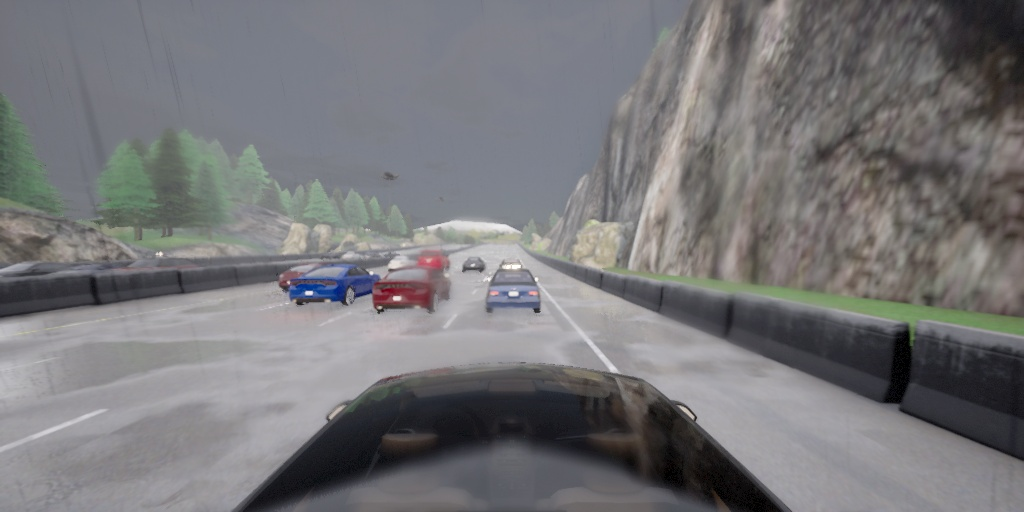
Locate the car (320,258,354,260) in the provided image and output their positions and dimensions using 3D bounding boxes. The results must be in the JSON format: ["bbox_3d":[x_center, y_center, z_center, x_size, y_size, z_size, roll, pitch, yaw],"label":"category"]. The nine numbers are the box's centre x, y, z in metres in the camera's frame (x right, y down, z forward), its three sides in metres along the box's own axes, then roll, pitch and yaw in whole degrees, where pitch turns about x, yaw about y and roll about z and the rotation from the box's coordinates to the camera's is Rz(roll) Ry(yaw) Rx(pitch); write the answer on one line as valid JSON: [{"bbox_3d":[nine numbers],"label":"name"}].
[{"bbox_3d":[-10.511,1.059,19.313,1.812,1.442,4.674,0,1,-1],"label":"car"}]

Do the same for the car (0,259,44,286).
[{"bbox_3d":[-31.705,1.036,21.030,1.882,1.535,5.008,0,1,0],"label":"car"}]

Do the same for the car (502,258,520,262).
[{"bbox_3d":[-0.074,0.854,32.215,1.895,1.301,4.718,0,1,0],"label":"car"}]

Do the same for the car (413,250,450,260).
[{"bbox_3d":[-7.080,0.475,33.036,2.150,2.045,5.566,0,1,0],"label":"car"}]

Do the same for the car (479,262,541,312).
[{"bbox_3d":[0.040,1.149,13.336,2.033,1.411,5.357,0,1,0],"label":"car"}]

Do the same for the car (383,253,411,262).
[{"bbox_3d":[-10.591,0.747,34.907,1.812,1.442,4.674,0,1,0],"label":"car"}]

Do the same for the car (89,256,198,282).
[{"bbox_3d":[-21.207,0.879,21.273,2.097,1.767,4.553,0,1,0],"label":"car"}]

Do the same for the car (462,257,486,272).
[{"bbox_3d":[-3.589,0.775,34.533,1.994,1.385,4.181,0,1,0],"label":"car"}]

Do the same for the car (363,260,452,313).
[{"bbox_3d":[-3.463,1.089,13.264,1.882,1.535,5.008,0,1,0],"label":"car"}]

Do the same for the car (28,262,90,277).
[{"bbox_3d":[-24.706,1.101,21.242,1.994,1.385,4.181,0,1,0],"label":"car"}]

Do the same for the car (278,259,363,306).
[{"bbox_3d":[-6.971,1.075,14.763,1.882,1.535,5.008,0,1,0],"label":"car"}]

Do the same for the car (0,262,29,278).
[{"bbox_3d":[-28.205,1.074,21.090,1.812,1.442,4.674,0,1,0],"label":"car"}]
